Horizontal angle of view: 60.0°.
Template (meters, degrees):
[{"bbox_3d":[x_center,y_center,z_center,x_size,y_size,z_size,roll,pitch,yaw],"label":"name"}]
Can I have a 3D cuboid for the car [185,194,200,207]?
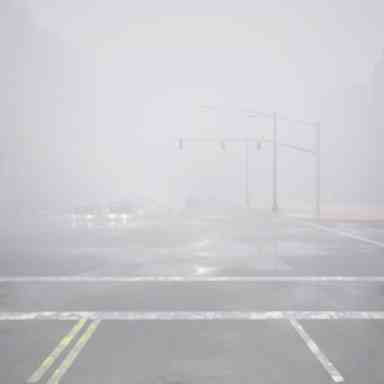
[{"bbox_3d":[0.041,1.389,47.897,2.128,1.511,4.902,0,0,0],"label":"car"}]

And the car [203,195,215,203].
[{"bbox_3d":[3.422,1.369,63.599,1.837,1.490,4.892,0,0,0],"label":"car"}]

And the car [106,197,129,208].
[{"bbox_3d":[-10.633,1.444,47.739,2.033,1.411,5.357,0,0,0],"label":"car"}]

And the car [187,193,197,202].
[{"bbox_3d":[-0.055,1.202,70.884,2.097,1.767,4.553,0,0,0],"label":"car"}]

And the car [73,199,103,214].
[{"bbox_3d":[-10.635,1.452,34.312,1.812,1.442,4.674,0,0,0],"label":"car"}]

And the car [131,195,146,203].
[{"bbox_3d":[-10.590,1.406,66.269,2.033,1.411,5.357,0,0,0],"label":"car"}]

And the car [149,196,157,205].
[{"bbox_3d":[-7.145,1.442,57.180,1.994,1.385,4.181,0,0,0],"label":"car"}]

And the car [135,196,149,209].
[{"bbox_3d":[-7.141,1.434,43.233,1.812,1.442,4.674,0,0,0],"label":"car"}]

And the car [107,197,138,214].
[{"bbox_3d":[-7.135,1.491,34.285,1.994,1.385,4.181,0,0,0],"label":"car"}]
